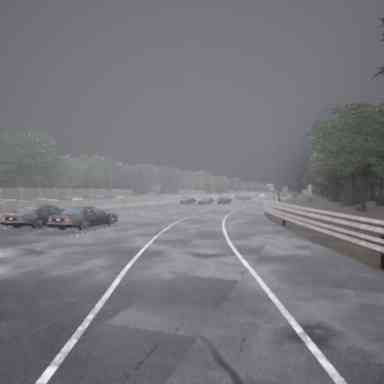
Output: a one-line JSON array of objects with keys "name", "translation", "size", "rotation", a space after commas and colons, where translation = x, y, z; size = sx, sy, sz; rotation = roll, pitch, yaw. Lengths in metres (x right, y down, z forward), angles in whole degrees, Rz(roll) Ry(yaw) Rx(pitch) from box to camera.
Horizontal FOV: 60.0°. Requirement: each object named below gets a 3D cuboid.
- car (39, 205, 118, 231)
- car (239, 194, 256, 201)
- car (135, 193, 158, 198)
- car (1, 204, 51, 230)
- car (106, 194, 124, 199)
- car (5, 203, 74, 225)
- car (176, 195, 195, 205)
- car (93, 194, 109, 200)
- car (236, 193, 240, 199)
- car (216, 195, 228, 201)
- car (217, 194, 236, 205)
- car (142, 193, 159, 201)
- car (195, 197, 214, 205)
[{"name": "car", "translation": [-6.915, 1.666, 21.604], "size": [2.033, 1.411, 5.357], "rotation": [0, 0, 19]}, {"name": "car", "translation": [13.739, 1.429, 81.777], "size": [2.033, 1.411, 5.357], "rotation": [0, 0, 19]}, {"name": "car", "translation": [-9.151, 1.600, 68.996], "size": [2.128, 1.511, 4.902], "rotation": [0, 0, 19]}, {"name": "car", "translation": [-10.226, 1.689, 22.741], "size": [2.033, 1.411, 5.357], "rotation": [0, 0, 19]}, {"name": "car", "translation": [-15.771, 1.645, 71.269], "size": [1.812, 1.442, 4.674], "rotation": [0, 0, 19]}, {"name": "car", "translation": [-12.319, 1.698, 27.422], "size": [2.033, 1.411, 5.357], "rotation": [0, 0, 19]}, {"name": "car", "translation": [-0.637, 1.511, 61.457], "size": [2.128, 1.511, 4.902], "rotation": [0, 0, 19]}, {"name": "car", "translation": [-19.192, 1.371, 72.088], "size": [2.150, 2.045, 5.566], "rotation": [0, 0, 19]}, {"name": "car", "translation": [14.338, 1.425, 94.304], "size": [2.033, 1.411, 5.357], "rotation": [0, 0, 19]}, {"name": "car", "translation": [7.776, 1.455, 85.966], "size": [2.128, 1.511, 4.902], "rotation": [0, 0, 19]}, {"name": "car", "translation": [5.982, 1.479, 59.182], "size": [1.837, 1.490, 4.892], "rotation": [0, 0, 19]}, {"name": "car", "translation": [-10.642, 1.289, 86.216], "size": [2.150, 2.045, 5.566], "rotation": [0, 0, 19]}, {"name": "car", "translation": [2.671, 1.561, 60.314], "size": [1.994, 1.385, 4.181], "rotation": [0, 0, 19]}]
